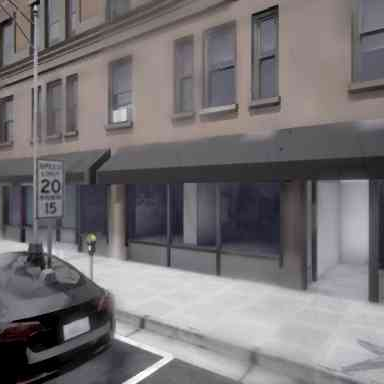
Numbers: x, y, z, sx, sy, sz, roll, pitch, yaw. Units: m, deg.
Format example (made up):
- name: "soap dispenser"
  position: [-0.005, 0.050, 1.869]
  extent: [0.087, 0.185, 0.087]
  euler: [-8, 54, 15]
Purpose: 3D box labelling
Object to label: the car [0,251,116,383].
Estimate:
- name: "car"
  position: [-2.986, 1.565, 4.939]
  extent: [4.313, 1.339, 1.947]
  euler: [0, 0, 36]
